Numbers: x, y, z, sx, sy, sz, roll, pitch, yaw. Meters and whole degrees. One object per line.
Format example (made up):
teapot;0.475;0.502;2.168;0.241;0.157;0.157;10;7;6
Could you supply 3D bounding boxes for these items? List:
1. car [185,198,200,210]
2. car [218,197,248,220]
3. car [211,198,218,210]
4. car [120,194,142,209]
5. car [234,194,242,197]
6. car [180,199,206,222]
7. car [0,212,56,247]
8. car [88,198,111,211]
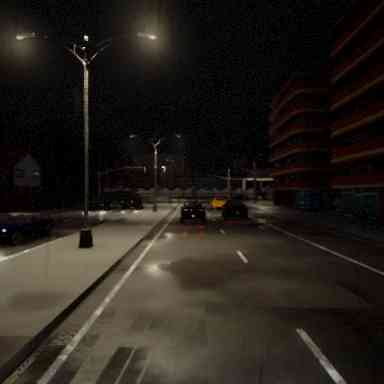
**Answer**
car;0.068;1.585;43.860;1.994;1.385;4.181;0;0;0
car;3.589;1.492;28.612;1.882;1.535;5.008;0;0;0
car;3.581;1.500;44.474;1.882;1.535;5.008;0;0;0
car;-8.079;1.246;44.870;2.150;2.045;5.566;0;0;0
car;13.171;1.342;94.441;2.242;1.667;4.611;0;0;0
car;0.088;1.505;26.035;2.128;1.511;4.902;0;0;0
car;-8.077;1.609;15.214;1.895;1.301;4.718;0;0;0
car;-11.595;1.498;41.972;1.882;1.535;5.008;0;0;0
